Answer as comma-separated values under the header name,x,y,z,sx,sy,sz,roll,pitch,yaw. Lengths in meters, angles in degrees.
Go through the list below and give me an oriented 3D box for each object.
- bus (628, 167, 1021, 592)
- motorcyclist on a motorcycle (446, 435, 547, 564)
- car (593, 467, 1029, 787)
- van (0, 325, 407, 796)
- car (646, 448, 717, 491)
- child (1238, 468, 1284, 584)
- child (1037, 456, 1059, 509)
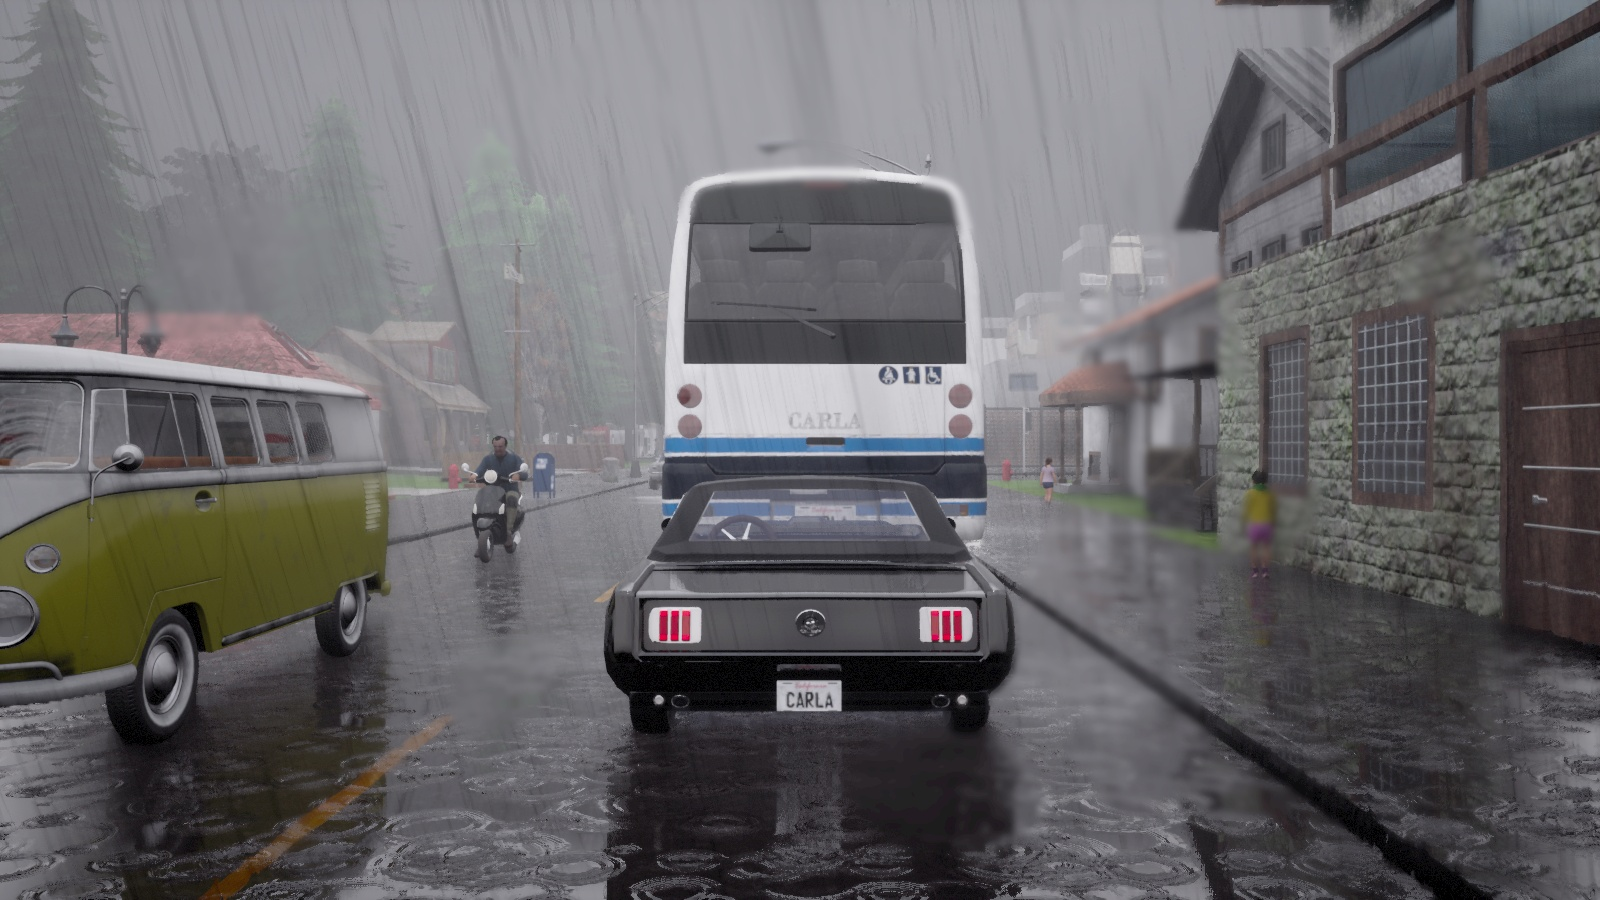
name,x,y,z,sx,sy,sz,roll,pitch,yaw
bus,0.139,-0.730,17.748,3.944,4.253,10.273,0,0,-1
motorcyclist on a motorcycle,-3.907,0.605,16.322,0.866,1.590,1.817,0,0,0
car,0.053,0.803,7.818,1.895,1.301,4.718,0,0,0
van,-3.948,0.454,7.526,1.775,1.987,4.442,0,0,0
car,-3.818,0.611,41.237,1.895,1.301,4.718,0,0,0
child,4.708,0.767,12.843,0.299,1.160,0.473,0,0,1
child,5.281,0.690,26.732,0.394,1.110,0.255,0,0,-41
